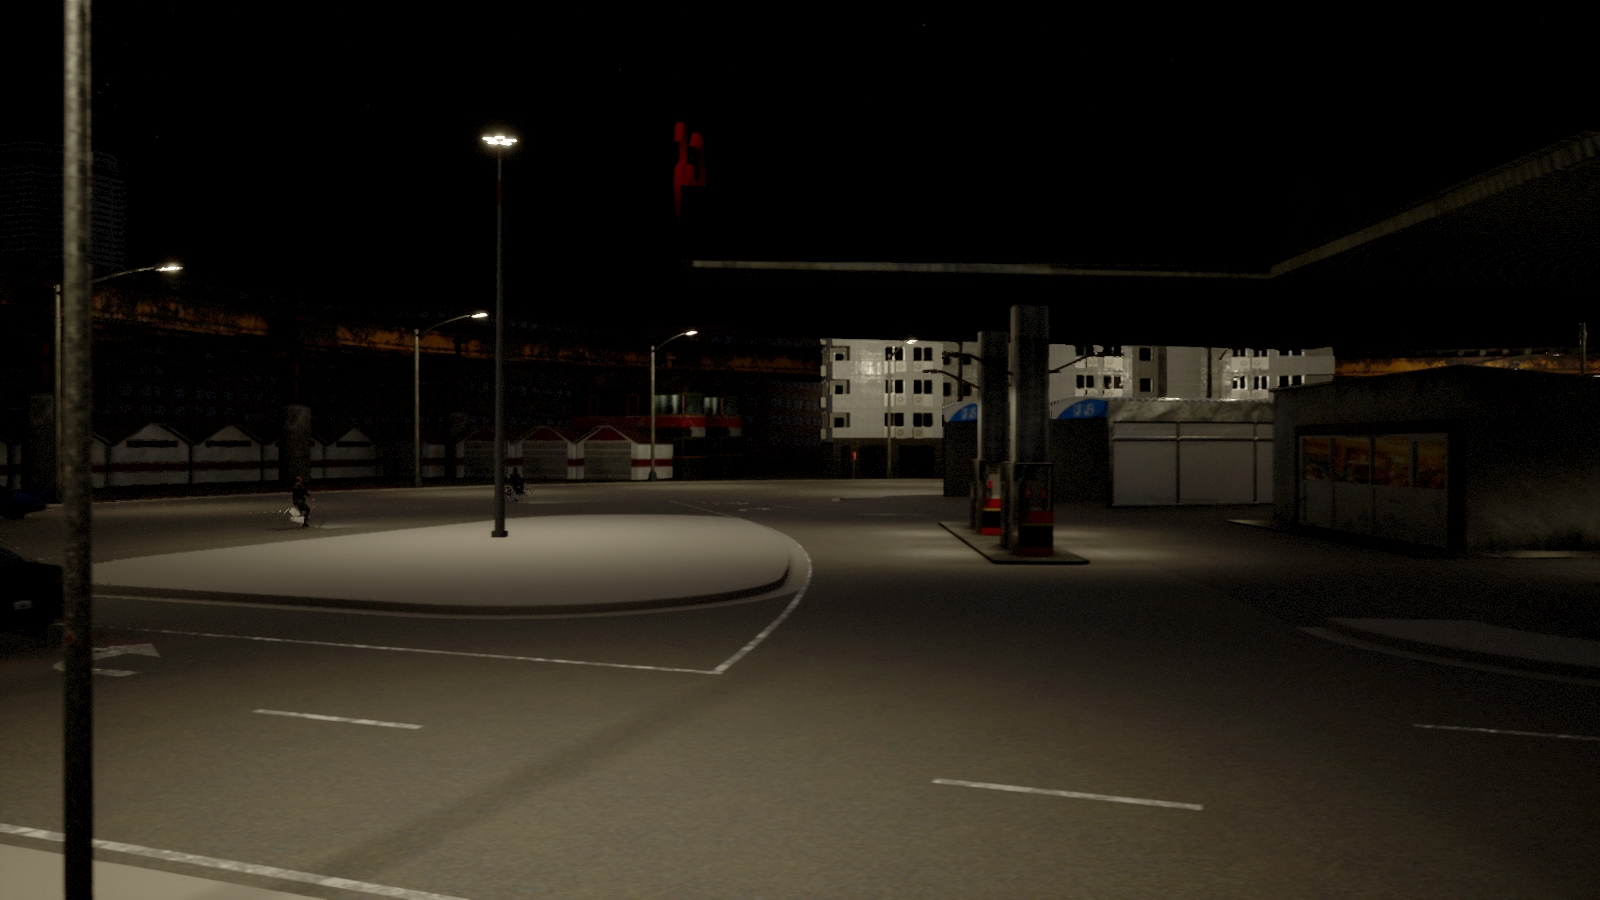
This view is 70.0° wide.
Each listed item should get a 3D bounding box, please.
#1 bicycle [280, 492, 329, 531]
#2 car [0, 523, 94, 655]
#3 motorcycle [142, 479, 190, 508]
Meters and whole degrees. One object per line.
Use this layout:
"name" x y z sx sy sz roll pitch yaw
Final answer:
"bicycle" -16.630 2.043 38.402 0.329 1.196 1.835 0 0 20
"car" -13.021 1.910 16.421 5.238 1.638 2.097 0 0 20
"motorcycle" -28.664 1.970 51.660 0.856 1.236 1.805 0 0 19
